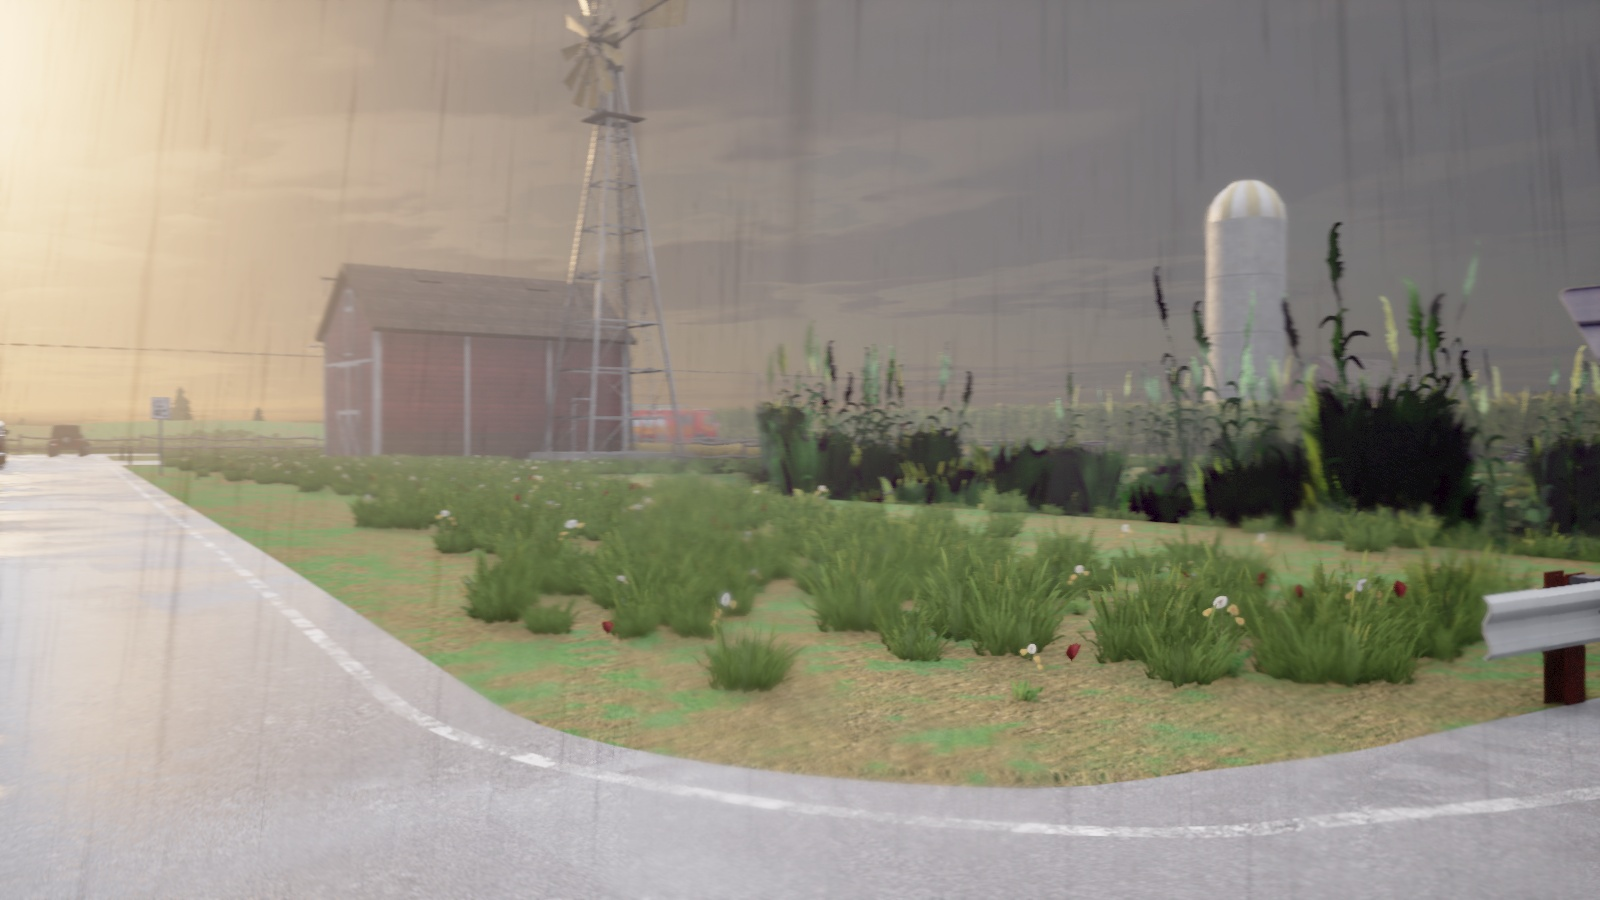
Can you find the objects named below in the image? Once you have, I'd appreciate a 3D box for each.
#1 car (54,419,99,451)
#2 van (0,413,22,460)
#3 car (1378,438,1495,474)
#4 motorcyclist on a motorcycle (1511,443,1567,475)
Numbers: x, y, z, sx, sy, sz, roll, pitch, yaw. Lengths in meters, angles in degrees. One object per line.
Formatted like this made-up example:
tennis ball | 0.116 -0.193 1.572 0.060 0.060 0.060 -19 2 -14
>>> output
car | -43.194 -0.888 75.079 1.905 1.878 3.866 0 1 -24
van | -36.492 -0.632 56.802 2.069 2.038 4.480 0 1 -30
car | 32.072 0.273 63.451 2.033 1.649 4.856 0 1 -36
motorcyclist on a motorcycle | 36.679 0.446 62.357 0.866 1.530 2.191 0 1 -36
